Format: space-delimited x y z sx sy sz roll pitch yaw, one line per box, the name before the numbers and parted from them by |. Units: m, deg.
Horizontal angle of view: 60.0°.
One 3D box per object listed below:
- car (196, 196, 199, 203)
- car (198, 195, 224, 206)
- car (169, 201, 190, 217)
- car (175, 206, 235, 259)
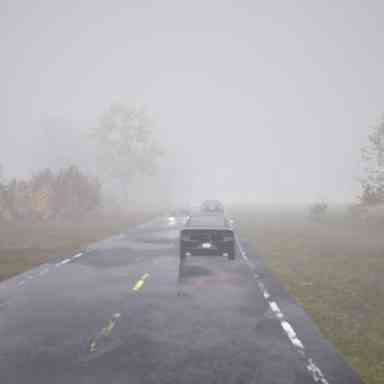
car | 2.072 1.615 74.751 2.097 1.767 4.553 0 0 4
car | 1.948 1.486 31.685 2.097 1.767 4.553 0 0 4
car | -1.116 1.666 33.550 1.812 1.442 4.674 0 0 4
car | 0.609 1.532 12.874 1.882 1.535 5.008 0 0 3
